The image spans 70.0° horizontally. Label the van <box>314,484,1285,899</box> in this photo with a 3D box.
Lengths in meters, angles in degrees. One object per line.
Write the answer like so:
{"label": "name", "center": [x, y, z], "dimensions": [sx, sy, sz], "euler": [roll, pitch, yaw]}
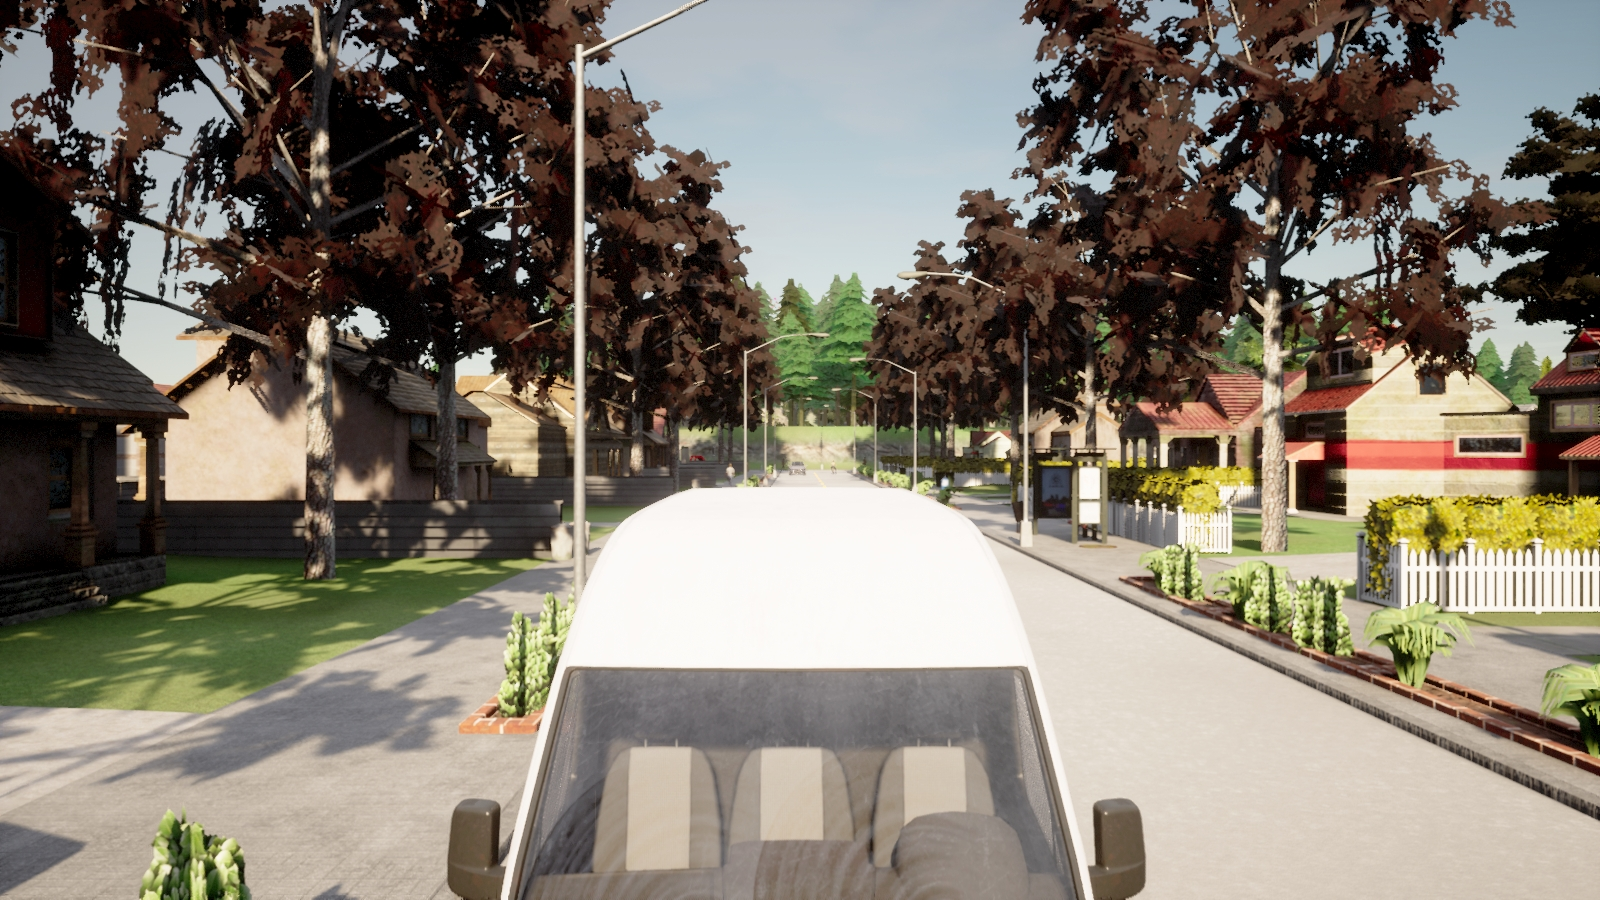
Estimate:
{"label": "van", "center": [-0.006, 1.531, 5.298], "dimensions": [1.988, 2.561, 5.915], "euler": [0, 0, 0]}

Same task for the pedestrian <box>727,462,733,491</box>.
{"label": "pedestrian", "center": [-4.562, 1.704, 74.470], "dimensions": [0.375, 1.860, 0.375], "euler": [0, 0, 2]}
